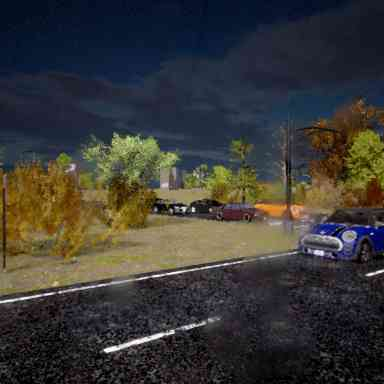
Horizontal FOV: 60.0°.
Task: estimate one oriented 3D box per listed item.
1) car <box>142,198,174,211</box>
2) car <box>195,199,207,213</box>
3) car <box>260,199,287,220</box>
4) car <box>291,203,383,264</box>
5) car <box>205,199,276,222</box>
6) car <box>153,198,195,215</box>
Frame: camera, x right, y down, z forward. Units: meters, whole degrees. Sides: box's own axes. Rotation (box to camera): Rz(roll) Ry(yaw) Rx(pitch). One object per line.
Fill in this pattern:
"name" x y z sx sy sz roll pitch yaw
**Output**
"car" -4.397 1.499 42.330 1.812 1.442 4.674 0 0 -38
"car" 1.715 1.489 34.555 1.837 1.490 4.892 0 0 -38
"car" 7.303 1.346 27.445 2.097 1.767 4.553 0 0 -38
"car" 5.879 1.354 11.909 4.553 1.767 2.097 0 0 -36
"car" 3.749 1.560 26.709 2.033 1.411 5.357 0 0 -38
"car" -2.269 1.494 34.365 2.128 1.511 4.902 0 0 -38
